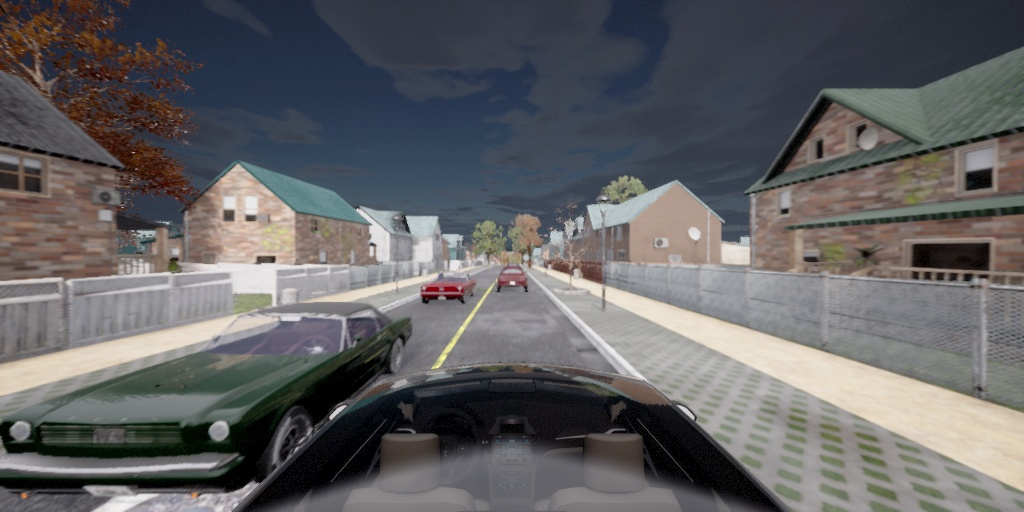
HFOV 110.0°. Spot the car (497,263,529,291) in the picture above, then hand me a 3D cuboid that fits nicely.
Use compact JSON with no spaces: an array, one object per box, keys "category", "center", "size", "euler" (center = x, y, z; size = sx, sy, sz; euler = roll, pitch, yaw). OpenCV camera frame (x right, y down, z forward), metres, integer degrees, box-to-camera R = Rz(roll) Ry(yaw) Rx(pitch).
[{"category":"car","center":[0.049,1.337,22.253],"size":[1.812,1.442,4.674],"euler":[0,0,1]}]

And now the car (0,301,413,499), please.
[{"category":"car","center":[-2.844,1.357,4.741],"size":[1.895,1.301,4.718],"euler":[0,0,0]}]

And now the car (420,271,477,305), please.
[{"category":"car","center":[-2.796,1.389,16.556],"size":[1.895,1.301,4.718],"euler":[0,0,1]}]
